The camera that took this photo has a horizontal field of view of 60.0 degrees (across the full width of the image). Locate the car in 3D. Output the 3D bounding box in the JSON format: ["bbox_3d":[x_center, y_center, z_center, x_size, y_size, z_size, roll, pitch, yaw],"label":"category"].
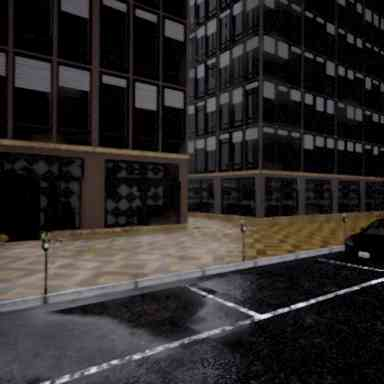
[{"bbox_3d":[7.150,1.593,11.657,4.313,1.339,1.947,0,0,-36],"label":"car"}]
